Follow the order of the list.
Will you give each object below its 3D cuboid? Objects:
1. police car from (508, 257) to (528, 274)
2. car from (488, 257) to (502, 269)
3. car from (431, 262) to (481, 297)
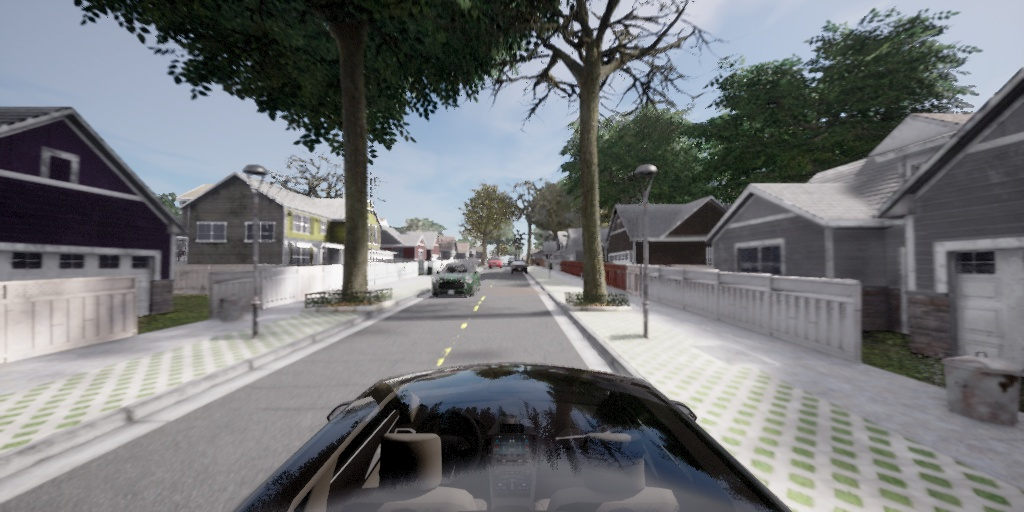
[{"bbox_3d":[0.816,1.269,41.952,1.930,1.638,5.238,0,0,0],"label":"police car"},{"bbox_3d":[-2.799,1.150,60.715,2.150,2.045,5.566,0,0,1],"label":"car"},{"bbox_3d":[-2.852,1.123,19.068,2.097,1.767,4.553,0,0,0],"label":"car"}]
